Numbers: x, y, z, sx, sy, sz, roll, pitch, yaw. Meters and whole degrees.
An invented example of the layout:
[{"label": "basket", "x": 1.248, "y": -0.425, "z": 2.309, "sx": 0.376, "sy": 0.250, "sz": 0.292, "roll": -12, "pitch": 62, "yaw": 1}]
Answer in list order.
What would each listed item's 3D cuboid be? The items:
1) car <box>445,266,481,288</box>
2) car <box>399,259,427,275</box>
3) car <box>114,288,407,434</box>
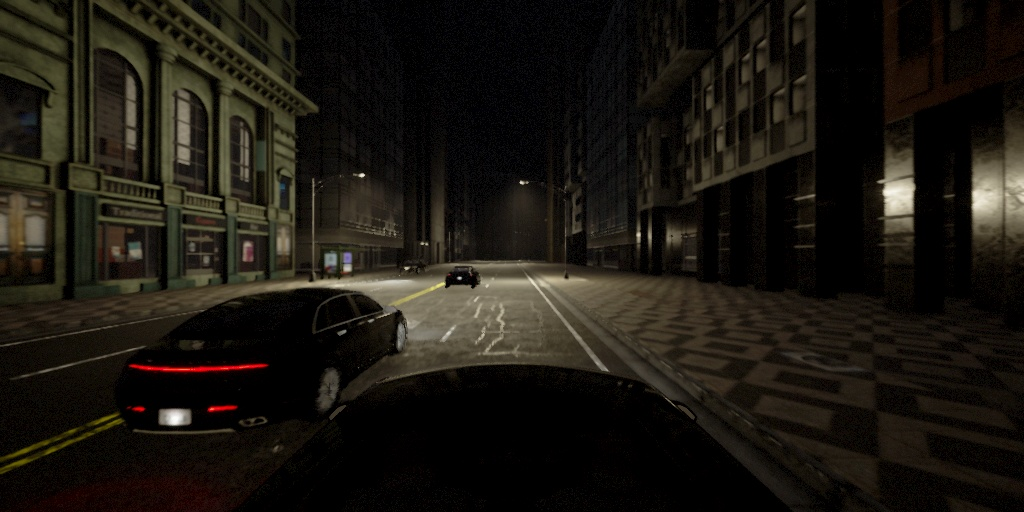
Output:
[{"label": "car", "x": -3.183, "y": 1.321, "z": 23.773, "sx": 1.994, "sy": 1.385, "sz": 4.181, "roll": 0, "pitch": 0, "yaw": 0}, {"label": "car", "x": -9.801, "y": 1.006, "z": 35.744, "sx": 2.128, "sy": 1.511, "sz": 4.902, "roll": 0, "pitch": 0, "yaw": 0}, {"label": "car", "x": -3.156, "y": 1.258, "z": 5.777, "sx": 1.837, "sy": 1.490, "sz": 4.892, "roll": 0, "pitch": 0, "yaw": 0}]
